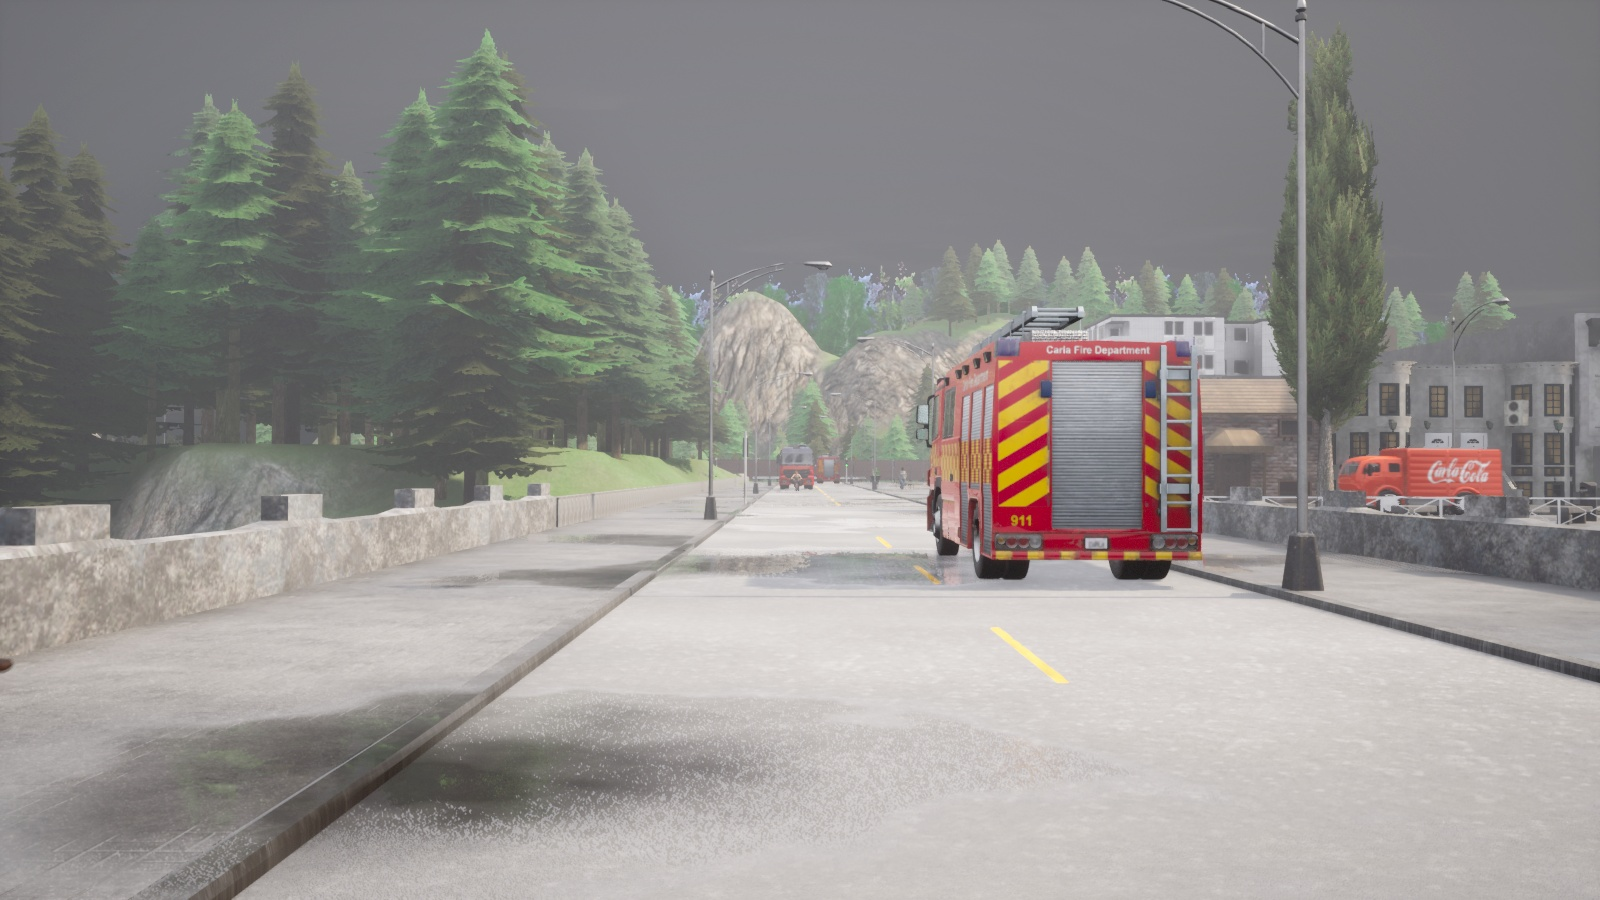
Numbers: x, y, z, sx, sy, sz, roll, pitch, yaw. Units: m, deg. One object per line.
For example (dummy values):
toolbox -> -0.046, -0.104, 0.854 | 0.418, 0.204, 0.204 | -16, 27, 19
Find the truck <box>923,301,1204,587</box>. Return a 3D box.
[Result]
truck -> 3.942, -0.013, 21.061 | 2.891, 3.827, 8.468 | 0, -1, 0

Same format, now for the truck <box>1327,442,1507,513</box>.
truck -> 22.396, 1.004, 45.773 | 5.204, 2.467, 2.627 | 0, -1, 0

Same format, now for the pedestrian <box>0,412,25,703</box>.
pedestrian -> -5.289, 0.677, 7.838 | 0.431, 1.840, 0.709 | 0, -1, 3
